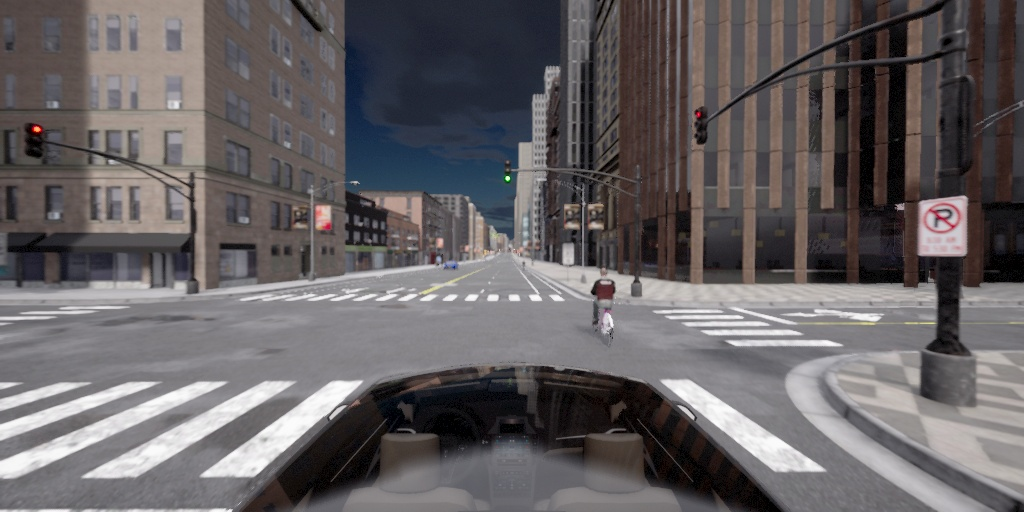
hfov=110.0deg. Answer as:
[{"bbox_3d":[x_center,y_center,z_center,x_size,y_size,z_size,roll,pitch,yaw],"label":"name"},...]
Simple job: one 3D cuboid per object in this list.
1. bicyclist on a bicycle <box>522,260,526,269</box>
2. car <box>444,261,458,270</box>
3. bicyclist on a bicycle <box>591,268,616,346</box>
[{"bbox_3d":[1.866,1.448,56.865,0.659,1.776,1.843,0,0,0],"label":"bicyclist on a bicycle"},{"bbox_3d":[-10.157,1.538,59.992,1.882,1.535,5.008,0,0,0],"label":"car"},{"bbox_3d":[2.195,1.172,8.784,0.659,1.776,1.843,0,0,0],"label":"bicyclist on a bicycle"}]
